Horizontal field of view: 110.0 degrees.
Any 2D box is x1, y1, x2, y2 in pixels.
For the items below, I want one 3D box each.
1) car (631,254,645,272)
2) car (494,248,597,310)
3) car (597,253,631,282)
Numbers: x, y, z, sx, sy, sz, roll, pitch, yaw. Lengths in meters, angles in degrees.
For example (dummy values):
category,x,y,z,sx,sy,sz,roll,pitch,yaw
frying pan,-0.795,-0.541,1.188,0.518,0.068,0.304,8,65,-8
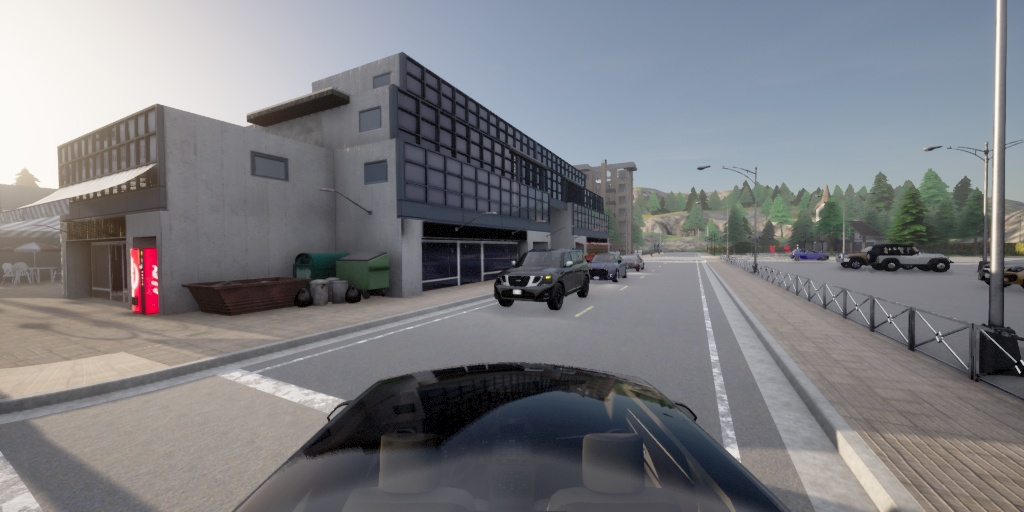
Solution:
category,x,y,z,sx,sy,sz,roll,pitch,yaw
car,10.520,0.559,31.731,1.812,1.442,4.674,0,1,27
car,1.409,0.730,13.849,2.150,2.045,5.566,0,1,27
car,5.872,0.627,22.615,2.097,1.767,4.553,0,1,27
